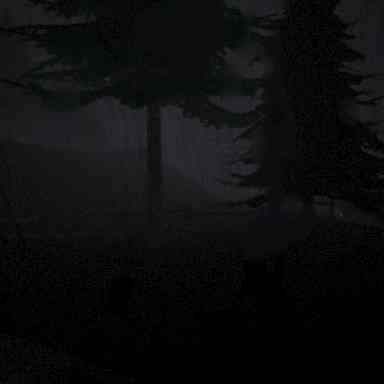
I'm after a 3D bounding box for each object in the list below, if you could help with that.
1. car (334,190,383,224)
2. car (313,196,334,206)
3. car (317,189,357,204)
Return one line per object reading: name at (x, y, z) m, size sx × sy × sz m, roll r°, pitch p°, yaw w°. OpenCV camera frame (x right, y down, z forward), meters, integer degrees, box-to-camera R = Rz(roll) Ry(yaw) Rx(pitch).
car at (11.091, 0.663, 19.629) m, size 2.150 × 2.045 × 5.566 m, roll -1°, pitch 1°, yaw -7°
car at (12.992, 0.605, 33.489) m, size 1.837 × 1.490 × 4.892 m, roll -1°, pitch 1°, yaw -7°
car at (16.087, 0.494, 37.137) m, size 1.837 × 1.490 × 4.892 m, roll -1°, pitch 1°, yaw -7°
